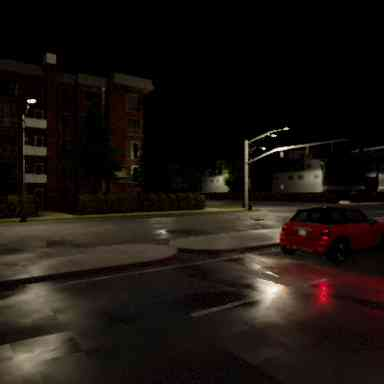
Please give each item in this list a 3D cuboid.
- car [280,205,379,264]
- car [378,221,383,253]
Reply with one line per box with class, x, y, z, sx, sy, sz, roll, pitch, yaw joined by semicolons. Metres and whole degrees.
car;5.285;1.311;11.938;4.553;1.767;2.097;0;0;-35
car;7.275;1.485;9.065;4.674;1.442;1.812;0;0;-34
